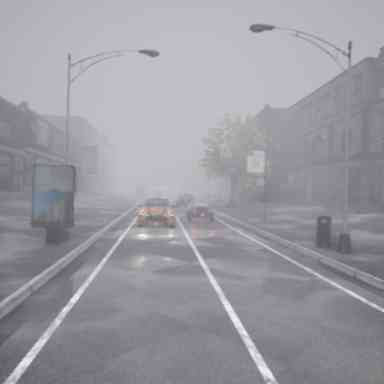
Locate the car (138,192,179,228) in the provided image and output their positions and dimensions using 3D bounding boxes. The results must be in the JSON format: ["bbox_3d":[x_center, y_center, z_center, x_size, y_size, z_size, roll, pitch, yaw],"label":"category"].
[{"bbox_3d":[-2.127,1.121,20.265,2.097,1.767,4.553,2,1,-6],"label":"car"}]

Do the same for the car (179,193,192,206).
[{"bbox_3d":[-0.872,0.895,38.925,2.097,1.767,4.553,2,1,-5],"label":"car"}]

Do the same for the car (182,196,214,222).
[{"bbox_3d":[0.511,1.316,24.602,1.812,1.442,4.674,2,1,-5],"label":"car"}]

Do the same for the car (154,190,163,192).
[{"bbox_3d":[-7.274,0.268,73.498,1.837,1.490,4.892,2,1,-6],"label":"car"}]
